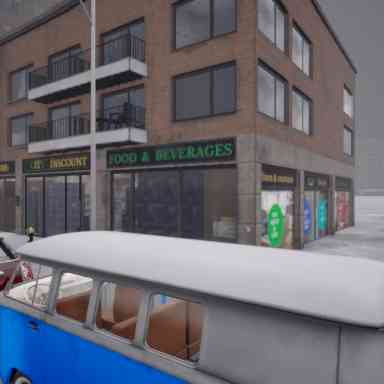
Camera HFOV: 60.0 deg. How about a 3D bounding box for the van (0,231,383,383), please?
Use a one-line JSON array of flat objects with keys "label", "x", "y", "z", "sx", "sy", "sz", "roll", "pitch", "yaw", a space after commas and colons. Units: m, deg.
[{"label": "van", "x": -0.190, "y": 1.341, "z": 2.980, "sx": 3.998, "sy": 1.788, "sz": 1.690, "roll": 0, "pitch": 0, "yaw": 35}]
